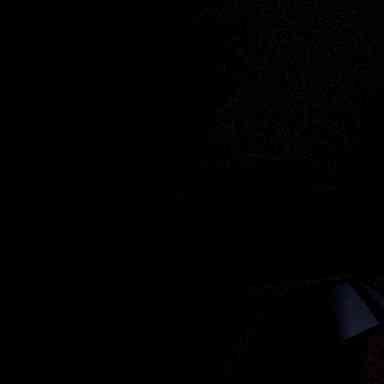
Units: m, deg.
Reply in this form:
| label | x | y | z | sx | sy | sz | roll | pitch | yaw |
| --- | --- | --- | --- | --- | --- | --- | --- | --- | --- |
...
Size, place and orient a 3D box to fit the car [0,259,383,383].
| label | x | y | z | sx | sy | sz | roll | pitch | yaw |
| --- | --- | --- | --- | --- | --- | --- | --- | --- | --- |
| car | 0.648 | 1.518 | 3.458 | 5.357 | 1.411 | 2.033 | -1 | 1 | -35 |
